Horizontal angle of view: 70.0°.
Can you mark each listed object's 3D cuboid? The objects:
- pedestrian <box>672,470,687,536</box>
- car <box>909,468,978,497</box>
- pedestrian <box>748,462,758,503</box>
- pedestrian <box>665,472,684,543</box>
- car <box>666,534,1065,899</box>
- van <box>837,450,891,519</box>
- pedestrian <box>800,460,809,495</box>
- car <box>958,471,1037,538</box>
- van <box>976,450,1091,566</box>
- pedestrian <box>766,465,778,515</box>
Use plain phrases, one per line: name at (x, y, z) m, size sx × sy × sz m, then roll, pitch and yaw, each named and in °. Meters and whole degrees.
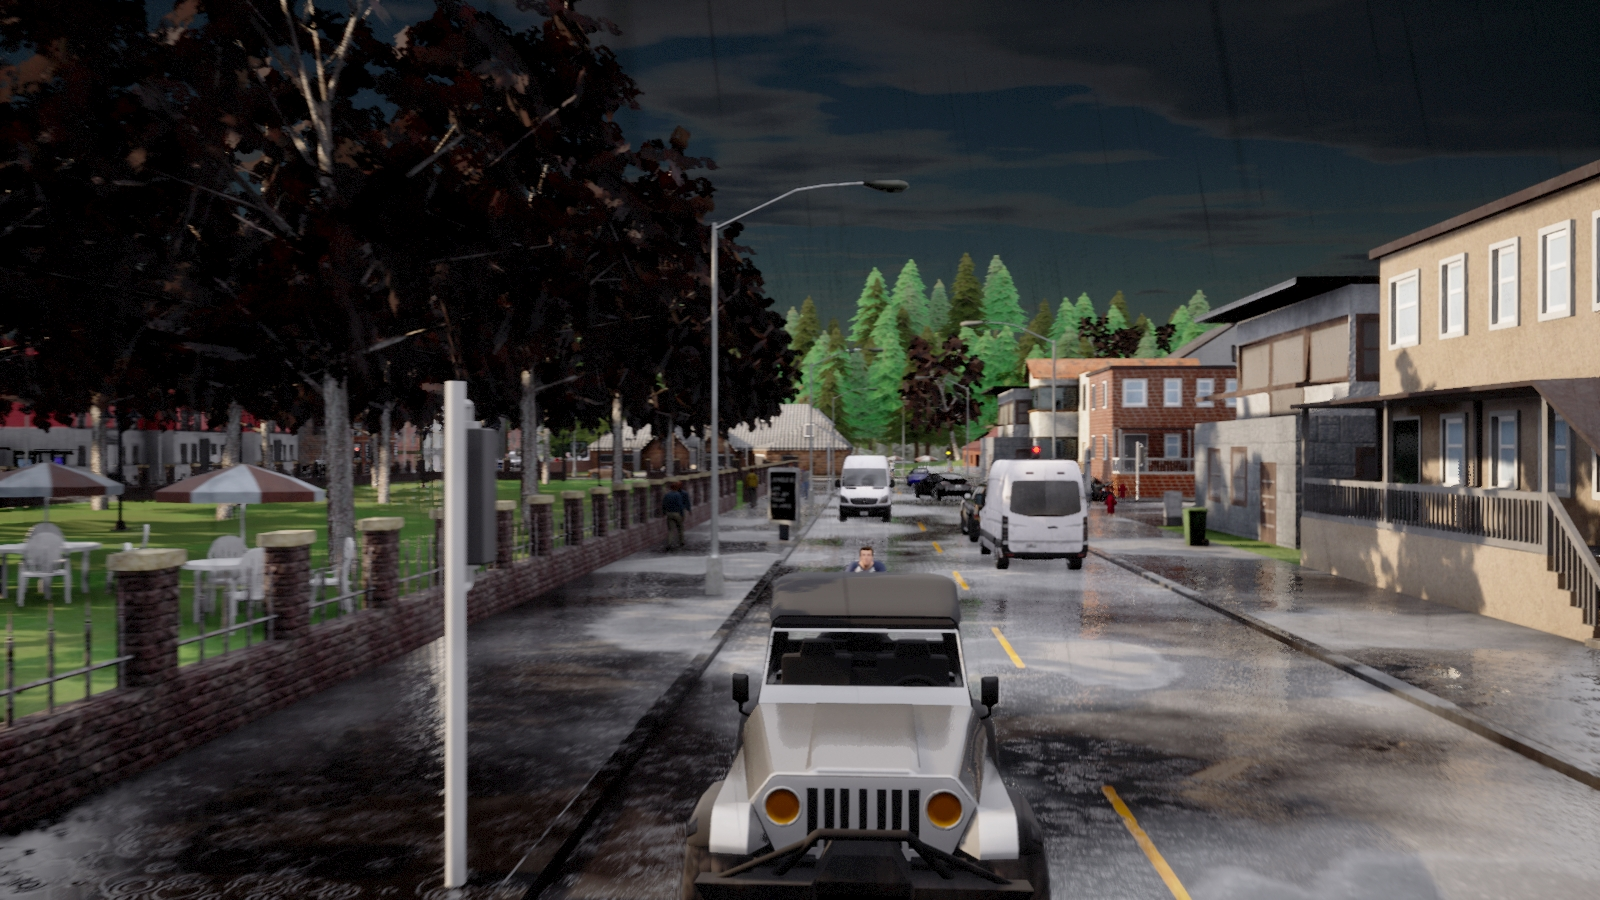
pedestrian at (-3.424, 1.501, 32.422) m, size 0.375 × 1.860 × 0.375 m, roll 0°, pitch 0°, yaw 4°
car at (8.020, 1.802, 64.259) m, size 2.163 × 1.488 × 4.792 m, roll 0°, pitch 0°, yaw -15°
pedestrian at (-2.130, 1.488, 51.937) m, size 0.375 × 1.860 × 0.375 m, roll 0°, pitch 0°, yaw 8°
pedestrian at (-3.295, 1.502, 30.101) m, size 0.375 × 1.860 × 0.375 m, roll 0°, pitch 0°, yaw 20°
car at (0.422, 1.632, 7.404) m, size 1.905 × 1.878 × 3.866 m, roll 0°, pitch 0°, yaw 3°
van at (2.630, 1.284, 45.727) m, size 1.988 × 2.561 × 5.915 m, roll 0°, pitch 0°, yaw 5°
pedestrian at (0.257, 1.483, 61.127) m, size 0.375 × 1.860 × 0.375 m, roll 0°, pitch 0°, yaw 20°
car at (6.053, 1.621, 35.520) m, size 1.932 × 1.855 × 4.605 m, roll 0°, pitch 0°, yaw 3°
van at (5.665, 1.297, 28.464) m, size 1.988 × 2.561 × 5.915 m, roll 0°, pitch 0°, yaw 3°
pedestrian at (-1.045, 1.495, 42.805) m, size 0.375 × 1.860 × 0.375 m, roll 0°, pitch 0°, yaw 18°
